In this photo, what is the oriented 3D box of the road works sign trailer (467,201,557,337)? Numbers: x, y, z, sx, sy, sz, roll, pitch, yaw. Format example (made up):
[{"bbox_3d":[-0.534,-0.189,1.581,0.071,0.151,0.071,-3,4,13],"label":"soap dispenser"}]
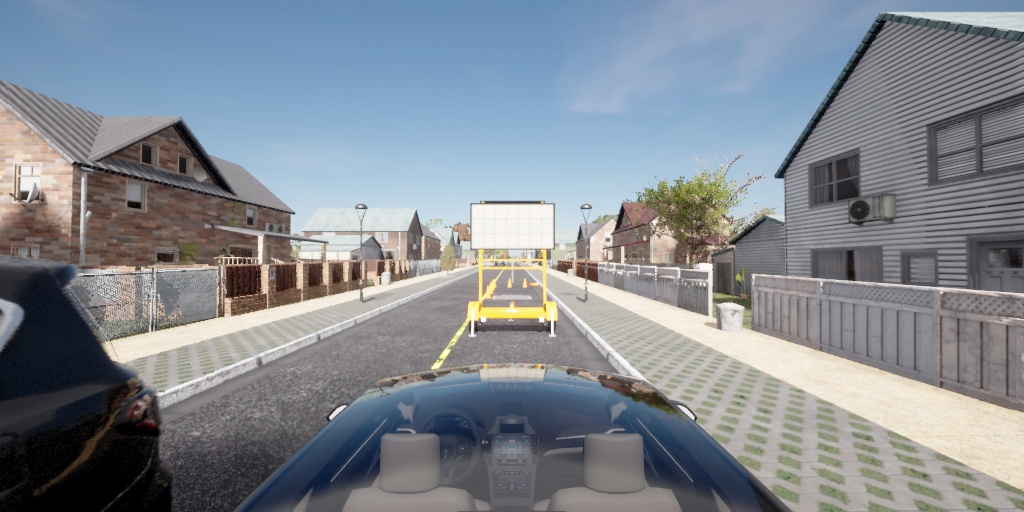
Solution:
[{"bbox_3d":[0.018,0.223,10.337,2.380,3.560,2.880,0,0,0],"label":"road works sign trailer"}]
